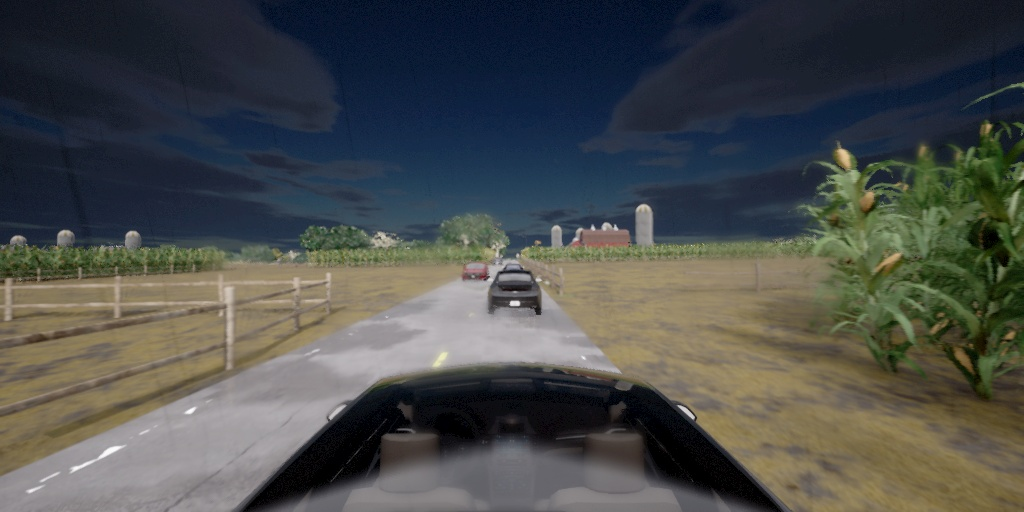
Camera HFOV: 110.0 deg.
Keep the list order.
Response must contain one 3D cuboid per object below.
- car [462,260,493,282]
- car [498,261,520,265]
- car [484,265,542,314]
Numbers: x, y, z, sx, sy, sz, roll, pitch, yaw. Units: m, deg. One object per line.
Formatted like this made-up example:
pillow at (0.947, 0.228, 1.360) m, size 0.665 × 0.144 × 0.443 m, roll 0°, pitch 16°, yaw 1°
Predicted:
car at (-2.843, 1.229, 28.763) m, size 1.882 × 1.535 × 5.008 m, roll 0°, pitch 0°, yaw 0°
car at (0.102, 1.315, 29.502) m, size 1.994 × 1.385 × 4.181 m, roll 0°, pitch 0°, yaw 0°
car at (0.099, 1.262, 13.819) m, size 1.837 × 1.490 × 4.892 m, roll 0°, pitch 0°, yaw 0°
